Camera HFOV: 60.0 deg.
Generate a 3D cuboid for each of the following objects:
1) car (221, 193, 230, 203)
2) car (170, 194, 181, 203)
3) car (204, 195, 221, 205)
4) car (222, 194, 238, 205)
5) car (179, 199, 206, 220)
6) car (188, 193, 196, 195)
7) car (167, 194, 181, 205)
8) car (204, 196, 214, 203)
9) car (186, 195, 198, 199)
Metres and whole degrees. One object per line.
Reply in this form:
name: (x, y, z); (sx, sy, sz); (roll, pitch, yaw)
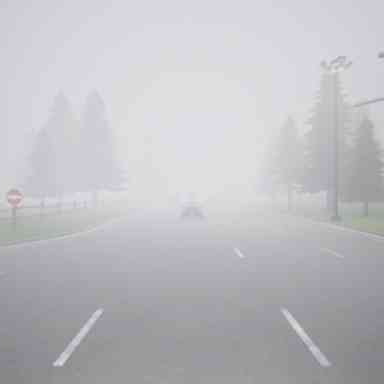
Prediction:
car: (7.020, 1.150, 69.824); (2.150, 2.045, 5.566); (0, 0, 0)
car: (-3.480, 1.280, 69.767); (2.097, 1.767, 4.553); (0, 0, 0)
car: (3.517, 1.570, 59.374); (2.128, 1.511, 4.902); (0, 0, 0)
car: (7.017, 1.605, 59.790); (1.812, 1.442, 4.674); (0, 0, 0)
car: (0.008, 1.564, 28.762); (1.812, 1.442, 4.674); (0, 0, 0)
car: (0.020, 1.150, 69.826); (2.150, 2.045, 5.566); (0, 0, 0)
car: (-3.483, 1.627, 59.376); (2.033, 1.411, 5.357); (0, 0, 0)
car: (3.520, 1.520, 69.824); (1.895, 1.301, 4.718); (0, 0, 0)
car: (0.017, 1.643, 59.792); (1.994, 1.385, 4.181); (0, 0, 0)
